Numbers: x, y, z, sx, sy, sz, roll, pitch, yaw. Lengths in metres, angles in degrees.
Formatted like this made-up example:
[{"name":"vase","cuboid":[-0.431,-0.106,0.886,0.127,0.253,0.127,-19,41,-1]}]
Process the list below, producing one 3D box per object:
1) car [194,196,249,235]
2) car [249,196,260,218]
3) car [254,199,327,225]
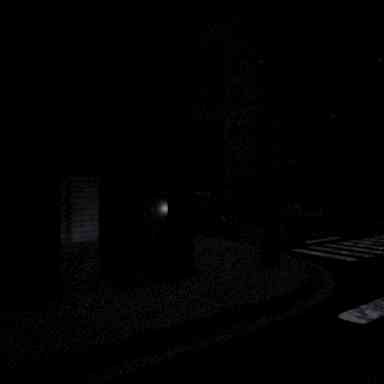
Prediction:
[{"name":"car","cuboid":[0.473,1.242,18.454,2.192,1.841,5.009,0,0,-35]},{"name":"car","cuboid":[3.727,1.238,27.727,2.192,1.841,5.009,0,0,-35]},{"name":"car","cuboid":[6.920,1.454,23.237,1.752,1.417,4.829,0,0,-35]}]
